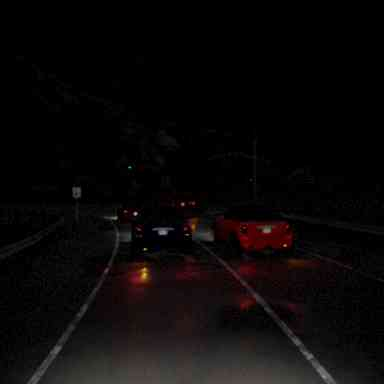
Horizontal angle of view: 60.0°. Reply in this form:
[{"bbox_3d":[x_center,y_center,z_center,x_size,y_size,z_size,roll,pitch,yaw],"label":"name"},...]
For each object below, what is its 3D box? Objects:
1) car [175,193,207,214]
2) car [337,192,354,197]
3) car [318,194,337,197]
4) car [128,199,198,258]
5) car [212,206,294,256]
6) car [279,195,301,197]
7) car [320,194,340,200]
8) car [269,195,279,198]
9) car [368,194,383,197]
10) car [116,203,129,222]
[{"bbox_3d":[-0.215,1.168,31.432,2.150,2.045,5.566,-2,0,12],"label":"car"},{"bbox_3d":[36.048,1.009,79.105,5.566,2.045,2.150,0,0,-30],"label":"car"},{"bbox_3d":[26.207,1.379,66.647,4.181,1.385,1.994,0,0,-20],"label":"car"},{"bbox_3d":[-1.285,1.334,12.984,2.097,1.767,4.553,0,0,-9],"label":"car"},{"bbox_3d":[2.209,1.323,13.305,2.097,1.767,4.553,0,0,-9],"label":"car"},{"bbox_3d":[21.982,1.348,72.552,4.674,1.442,1.812,0,0,-20],"label":"car"},{"bbox_3d":[34.045,1.260,81.983,5.008,1.535,1.882,0,0,-30],"label":"car"},{"bbox_3d":[19.715,1.362,75.459,5.357,1.411,2.033,0,0,-20],"label":"car"},{"bbox_3d":[40.511,1.141,73.640,4.553,1.767,2.097,0,0,-30],"label":"car"},{"bbox_3d":[-4.706,1.530,26.016,1.994,1.385,4.181,0,0,-18],"label":"car"}]
